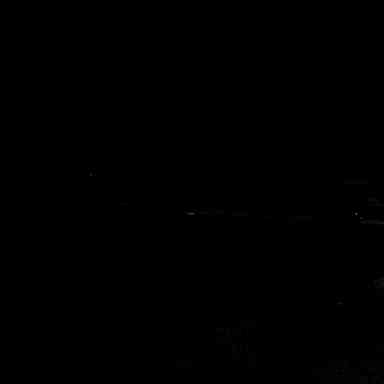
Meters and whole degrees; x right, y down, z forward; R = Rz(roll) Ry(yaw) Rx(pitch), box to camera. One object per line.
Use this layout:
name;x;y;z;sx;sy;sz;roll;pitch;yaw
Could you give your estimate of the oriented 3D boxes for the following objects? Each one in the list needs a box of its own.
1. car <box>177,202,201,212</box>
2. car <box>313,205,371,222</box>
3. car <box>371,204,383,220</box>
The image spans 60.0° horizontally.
car;-0.472;2.402;53.163;1.882;1.535;5.008;-1;0;-35
car;14.358;2.139;32.449;1.895;1.301;4.718;-1;-1;-35
car;18.144;1.984;33.554;1.812;1.442;4.674;-1;-1;-36
